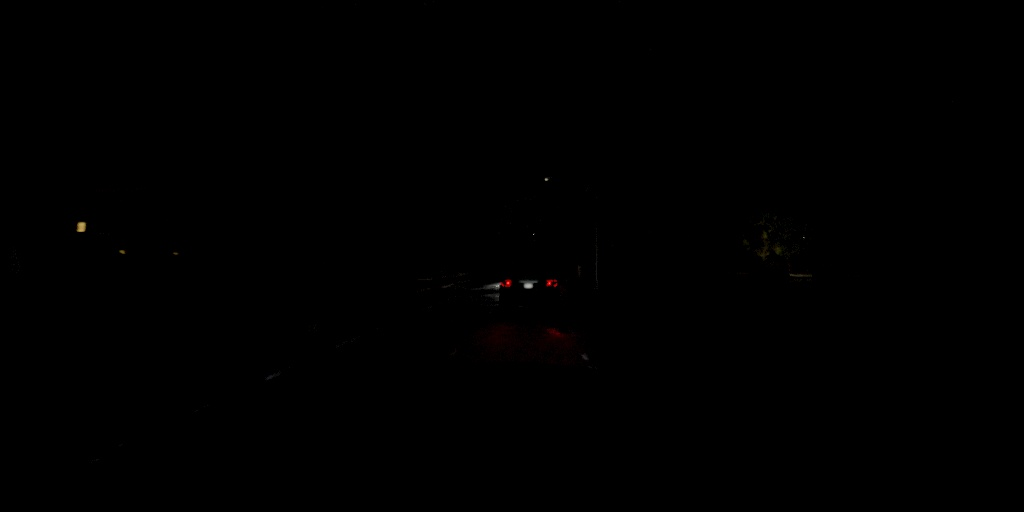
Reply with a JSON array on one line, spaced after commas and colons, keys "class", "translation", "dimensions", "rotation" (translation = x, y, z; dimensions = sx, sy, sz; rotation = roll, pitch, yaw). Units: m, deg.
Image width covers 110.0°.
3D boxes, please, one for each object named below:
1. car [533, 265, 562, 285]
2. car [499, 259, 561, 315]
[{"class": "car", "translation": [3.239, 1.619, 31.515], "dimensions": [2.128, 1.511, 4.902], "rotation": [0, -1, 11]}, {"class": "car", "translation": [0.800, 1.135, 14.757], "dimensions": [2.150, 2.045, 5.566], "rotation": [0, -1, 5]}]
